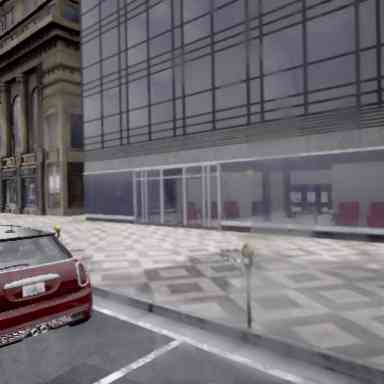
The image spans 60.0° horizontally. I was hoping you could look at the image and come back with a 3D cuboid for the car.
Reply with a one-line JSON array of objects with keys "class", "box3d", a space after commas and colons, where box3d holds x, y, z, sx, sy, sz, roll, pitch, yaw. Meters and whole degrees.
[{"class": "car", "box3d": [-3.821, 1.389, 5.969, 4.553, 1.767, 2.097, -1, 0, 40]}]
